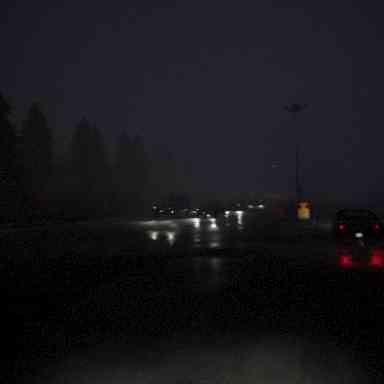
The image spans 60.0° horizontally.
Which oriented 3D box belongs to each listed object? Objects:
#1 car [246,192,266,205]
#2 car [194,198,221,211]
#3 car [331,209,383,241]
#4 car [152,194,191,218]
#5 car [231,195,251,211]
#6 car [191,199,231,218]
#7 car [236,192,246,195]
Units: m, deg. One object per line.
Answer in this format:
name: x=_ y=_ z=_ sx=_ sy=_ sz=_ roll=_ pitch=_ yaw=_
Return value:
car: x=10.559 y=1.157 z=53.508 sx=2.097 sy=1.767 sz=4.553 roll=-1 pitch=0 yaw=21
car: x=1.961 y=1.541 z=40.791 sx=1.994 sy=1.385 sz=4.181 roll=-1 pitch=0 yaw=21
car: x=7.615 y=1.450 z=15.689 sx=1.895 sy=1.301 sz=4.718 roll=-1 pitch=0 yaw=21
car: x=-1.733 y=1.271 z=31.146 sx=2.150 sy=2.045 sz=5.566 roll=-1 pitch=0 yaw=19
car: x=5.346 y=1.433 z=39.851 sx=1.812 sy=1.442 sz=4.674 roll=-1 pitch=0 yaw=21
car: x=1.853 y=1.501 z=30.646 sx=1.812 sy=1.442 sz=4.674 roll=-1 pitch=0 yaw=21
car: x=8.829 y=1.066 z=58.759 sx=2.150 sy=2.045 sz=5.566 roll=-1 pitch=0 yaw=21
